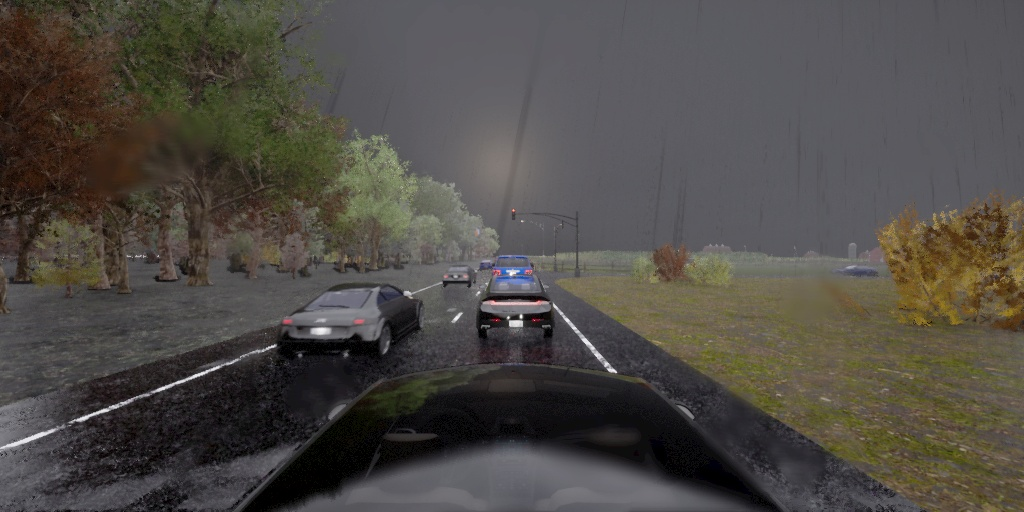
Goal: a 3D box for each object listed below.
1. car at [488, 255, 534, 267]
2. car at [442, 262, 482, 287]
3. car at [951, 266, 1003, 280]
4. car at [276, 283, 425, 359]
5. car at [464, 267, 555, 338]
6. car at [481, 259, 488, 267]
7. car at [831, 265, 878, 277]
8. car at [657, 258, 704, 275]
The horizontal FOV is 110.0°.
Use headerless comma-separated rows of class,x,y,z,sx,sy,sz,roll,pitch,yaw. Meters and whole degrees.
car,0.038,0.976,20.059,2.150,2.045,5.566,0,0,0
car,-3.476,1.303,24.378,2.033,1.411,5.357,0,0,-1
car,51.214,1.833,39.671,4.674,1.442,1.812,1,-1,1
car,-3.421,1.316,8.412,1.994,1.385,4.181,0,0,0
car,0.074,1.244,10.142,2.128,1.511,4.902,0,0,0
car,-3.577,1.234,51.817,1.882,1.535,5.008,0,0,0
car,41.358,1.786,43.301,4.674,1.442,1.812,1,-1,0
car,20.291,1.251,43.340,5.566,2.045,2.150,1,-1,0
